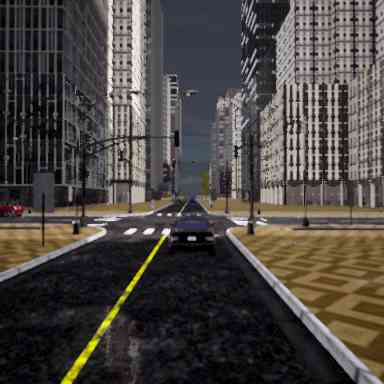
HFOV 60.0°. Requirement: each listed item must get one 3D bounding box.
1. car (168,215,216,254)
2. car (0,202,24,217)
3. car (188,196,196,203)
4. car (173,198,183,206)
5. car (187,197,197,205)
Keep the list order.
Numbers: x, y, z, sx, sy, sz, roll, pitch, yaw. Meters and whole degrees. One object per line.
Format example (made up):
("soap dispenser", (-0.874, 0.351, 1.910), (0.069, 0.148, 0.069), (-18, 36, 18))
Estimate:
("car", (0.000, 1.679, 13.991), (2.033, 1.411, 5.357), (0, -1, 0))
("car", (-19.207, 1.672, 33.331), (4.097, 1.590, 1.967), (0, -1, -1))
("car", (-0.004, 1.975, 85.928), (2.097, 1.767, 4.553), (0, -1, 0))
("car", (-3.003, 2.166, 72.428), (1.837, 1.490, 4.892), (0, -1, 0))
("car", (-0.004, 2.201, 74.702), (1.812, 1.442, 4.674), (0, -1, 0))
